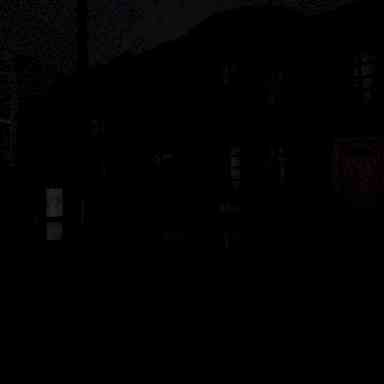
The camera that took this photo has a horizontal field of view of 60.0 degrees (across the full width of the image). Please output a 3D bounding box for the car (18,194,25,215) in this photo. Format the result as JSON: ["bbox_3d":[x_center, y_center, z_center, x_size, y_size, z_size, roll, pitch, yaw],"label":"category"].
[{"bbox_3d":[-14.850,1.222,28.773,2.150,2.045,5.566,0,0,35],"label":"car"}]
